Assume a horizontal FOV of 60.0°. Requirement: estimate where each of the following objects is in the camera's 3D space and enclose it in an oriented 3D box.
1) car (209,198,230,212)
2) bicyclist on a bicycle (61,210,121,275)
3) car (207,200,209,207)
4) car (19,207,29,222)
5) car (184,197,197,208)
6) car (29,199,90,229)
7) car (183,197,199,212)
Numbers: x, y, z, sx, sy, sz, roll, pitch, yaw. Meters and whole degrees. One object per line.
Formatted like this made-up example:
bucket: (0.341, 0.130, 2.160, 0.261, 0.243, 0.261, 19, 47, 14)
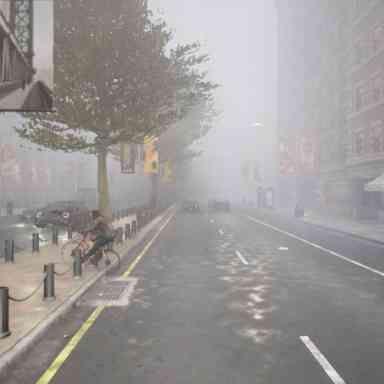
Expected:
car: (3.298, 1.470, 38.356, 1.882, 1.535, 5.008, 0, 0, 0)
bicyclist on a bicycle: (-2.610, 1.328, 8.947, 1.656, 1.620, 0.582, 14, -4, 1)
car: (3.237, 1.554, 47.344, 1.994, 1.385, 4.181, 0, 0, 0)
car: (-11.663, 1.520, 26.111, 1.812, 1.442, 4.674, 0, 0, 0)
car: (-0.210, 1.516, 48.049, 1.812, 1.442, 4.674, 0, 0, 1)
car: (-8.217, 1.346, 21.471, 2.097, 1.767, 4.553, 0, 0, 0)
car: (-0.139, 1.593, 38.945, 1.895, 1.301, 4.718, 0, 0, -1)
